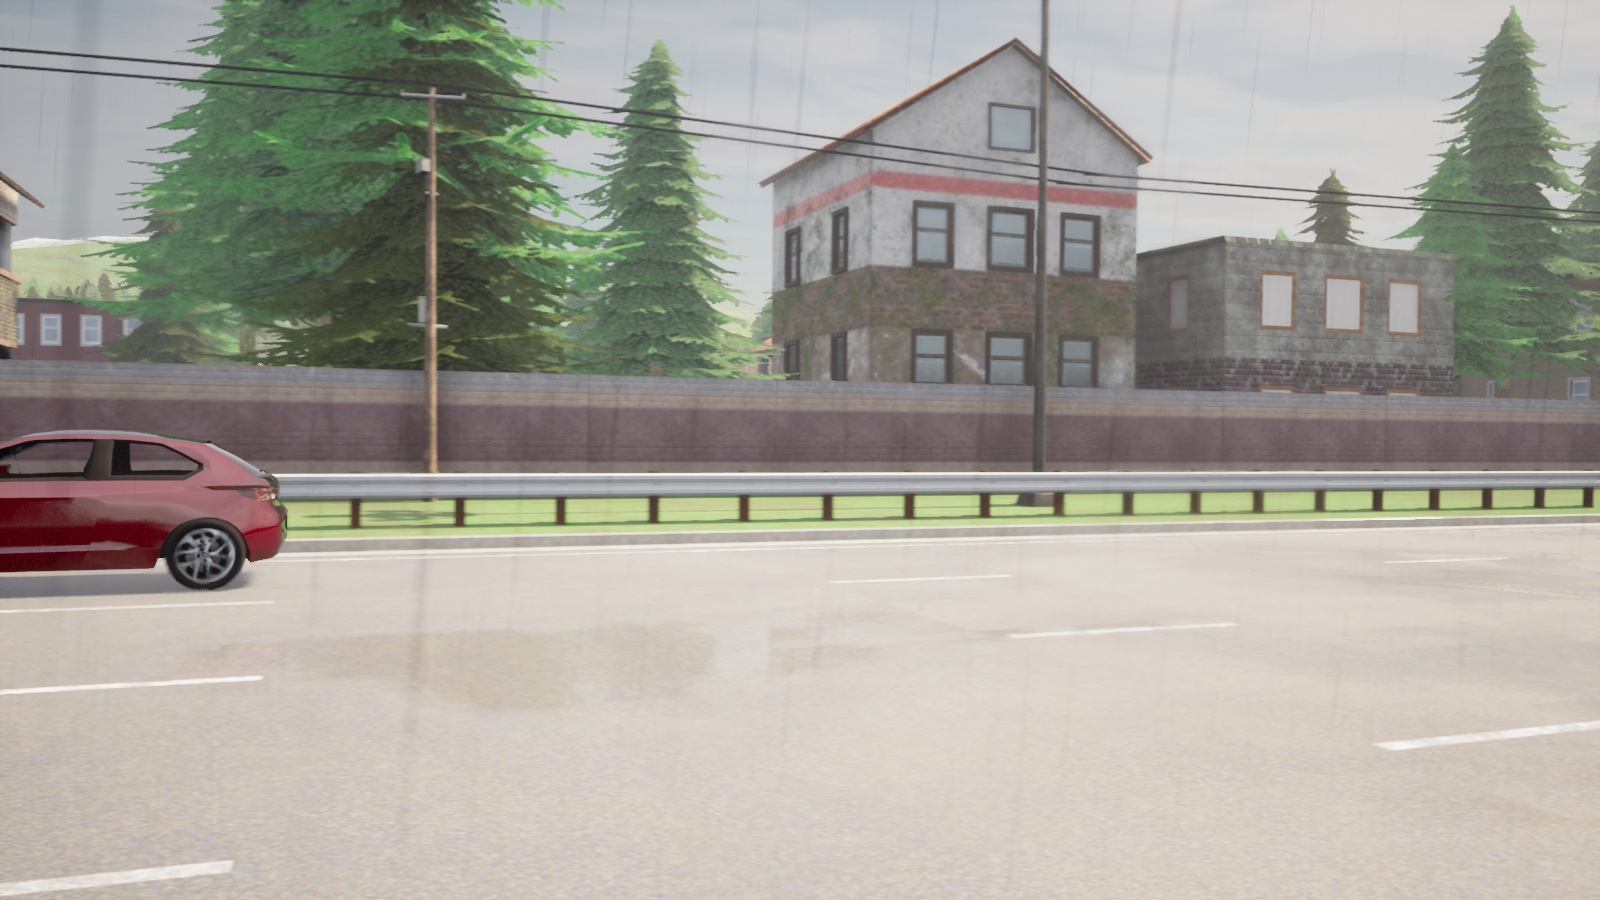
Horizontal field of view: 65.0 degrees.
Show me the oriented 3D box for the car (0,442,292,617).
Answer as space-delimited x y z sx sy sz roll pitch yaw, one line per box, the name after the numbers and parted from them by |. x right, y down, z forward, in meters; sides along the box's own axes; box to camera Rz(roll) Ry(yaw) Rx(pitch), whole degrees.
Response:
-7.064 0.696 11.788 4.193 1.474 1.816 -1 1 -21 | car
